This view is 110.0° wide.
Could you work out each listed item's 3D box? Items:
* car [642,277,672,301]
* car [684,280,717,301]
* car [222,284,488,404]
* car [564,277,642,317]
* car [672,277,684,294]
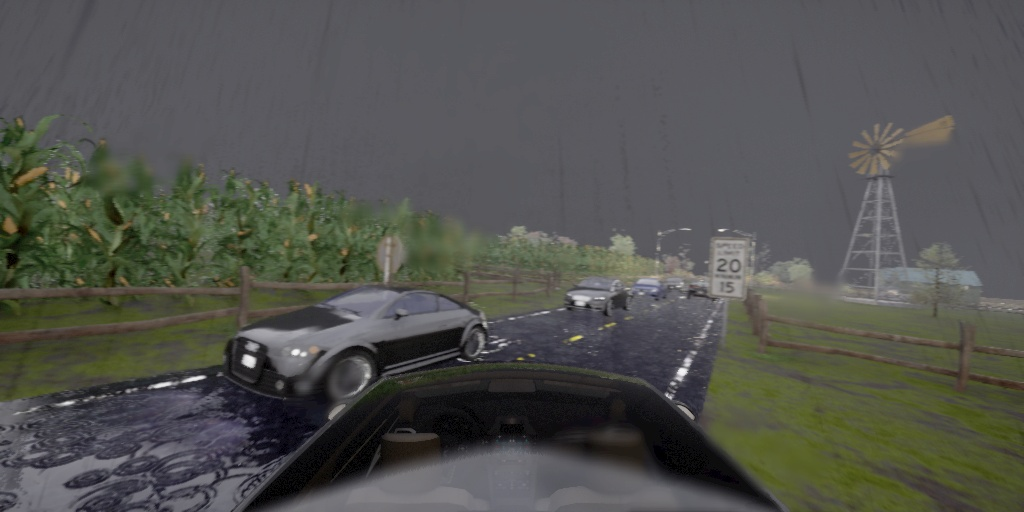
[{"bbox_3d":[9.552,2.246,24.985,1.812,1.442,4.674,4,-1,32],"label":"car"},{"bbox_3d":[15.260,2.659,28.594,1.882,1.535,5.008,4,-1,32],"label":"car"},{"bbox_3d":[-2.192,1.199,6.109,1.994,1.385,4.181,4,-1,31],"label":"car"},{"bbox_3d":[3.960,1.692,15.984,2.128,1.511,4.902,4,-1,32],"label":"car"},{"bbox_3d":[16.331,2.859,35.842,1.837,1.490,4.892,4,-1,32],"label":"car"}]
